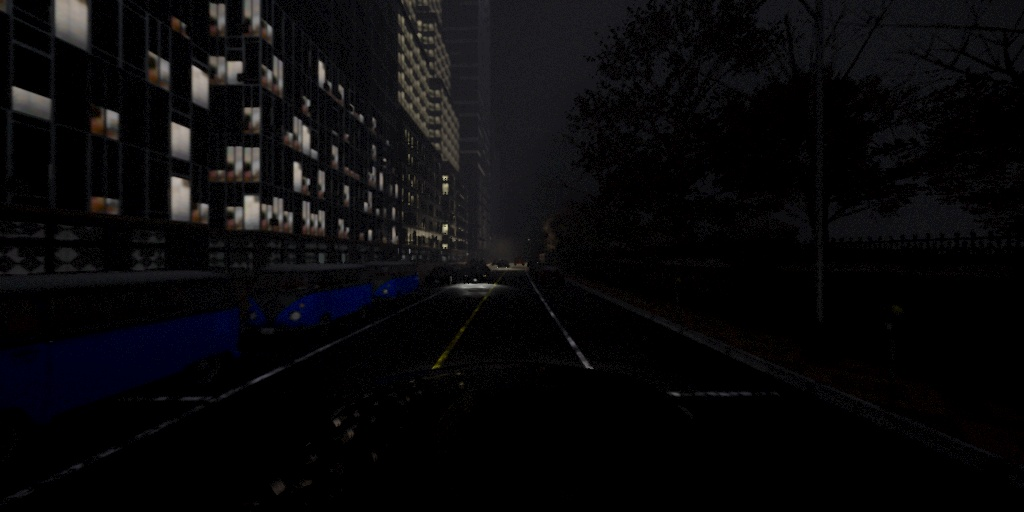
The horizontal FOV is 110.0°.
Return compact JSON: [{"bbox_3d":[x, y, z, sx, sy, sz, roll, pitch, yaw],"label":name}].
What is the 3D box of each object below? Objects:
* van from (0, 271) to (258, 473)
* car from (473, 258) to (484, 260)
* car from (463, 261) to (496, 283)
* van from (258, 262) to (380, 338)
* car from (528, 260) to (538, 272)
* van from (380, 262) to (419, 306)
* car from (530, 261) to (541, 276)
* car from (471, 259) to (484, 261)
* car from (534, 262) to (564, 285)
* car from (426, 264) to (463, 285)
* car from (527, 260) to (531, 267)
[{"bbox_3d":[-5.310,1.096,4.236,1.690,1.789,3.998,0,0,0],"label":"van"},{"bbox_3d":[-4.734,1.189,49.273,2.192,1.841,5.009,0,0,1],"label":"car"},{"bbox_3d":[-2.654,1.367,28.712,2.033,1.411,5.357,0,0,1],"label":"car"},{"bbox_3d":[-5.292,1.110,9.872,1.690,1.789,3.998,0,0,0],"label":"van"},{"bbox_3d":[3.056,1.413,38.219,1.948,1.339,4.313,0,0,1],"label":"car"},{"bbox_3d":[-5.261,1.125,15.501,1.690,1.789,3.998,0,0,0],"label":"van"},{"bbox_3d":[2.960,1.397,32.570,1.948,1.339,4.313,0,0,1],"label":"car"},{"bbox_3d":[-4.863,1.410,43.645,2.007,1.370,4.403,0,0,1],"label":"car"},{"bbox_3d":[2.882,1.361,26.924,1.888,1.381,4.507,0,0,1],"label":"car"},{"bbox_3d":[-5.147,1.379,26.755,1.948,1.339,4.313,0,0,1],"label":"car"},{"bbox_3d":[3.298,1.317,49.507,1.967,1.591,4.097,0,0,2],"label":"car"}]
